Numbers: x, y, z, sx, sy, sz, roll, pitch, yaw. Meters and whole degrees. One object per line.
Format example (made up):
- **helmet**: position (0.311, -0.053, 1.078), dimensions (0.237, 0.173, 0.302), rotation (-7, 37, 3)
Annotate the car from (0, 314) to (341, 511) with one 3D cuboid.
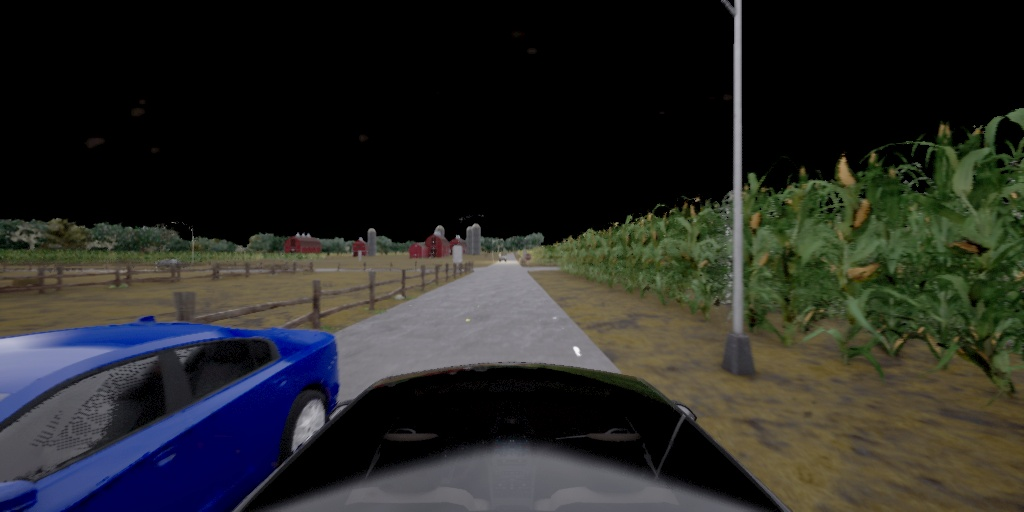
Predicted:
- **car**: position (-2.848, 1.228, 1.963), dimensions (1.882, 1.535, 5.008), rotation (0, 0, 0)
